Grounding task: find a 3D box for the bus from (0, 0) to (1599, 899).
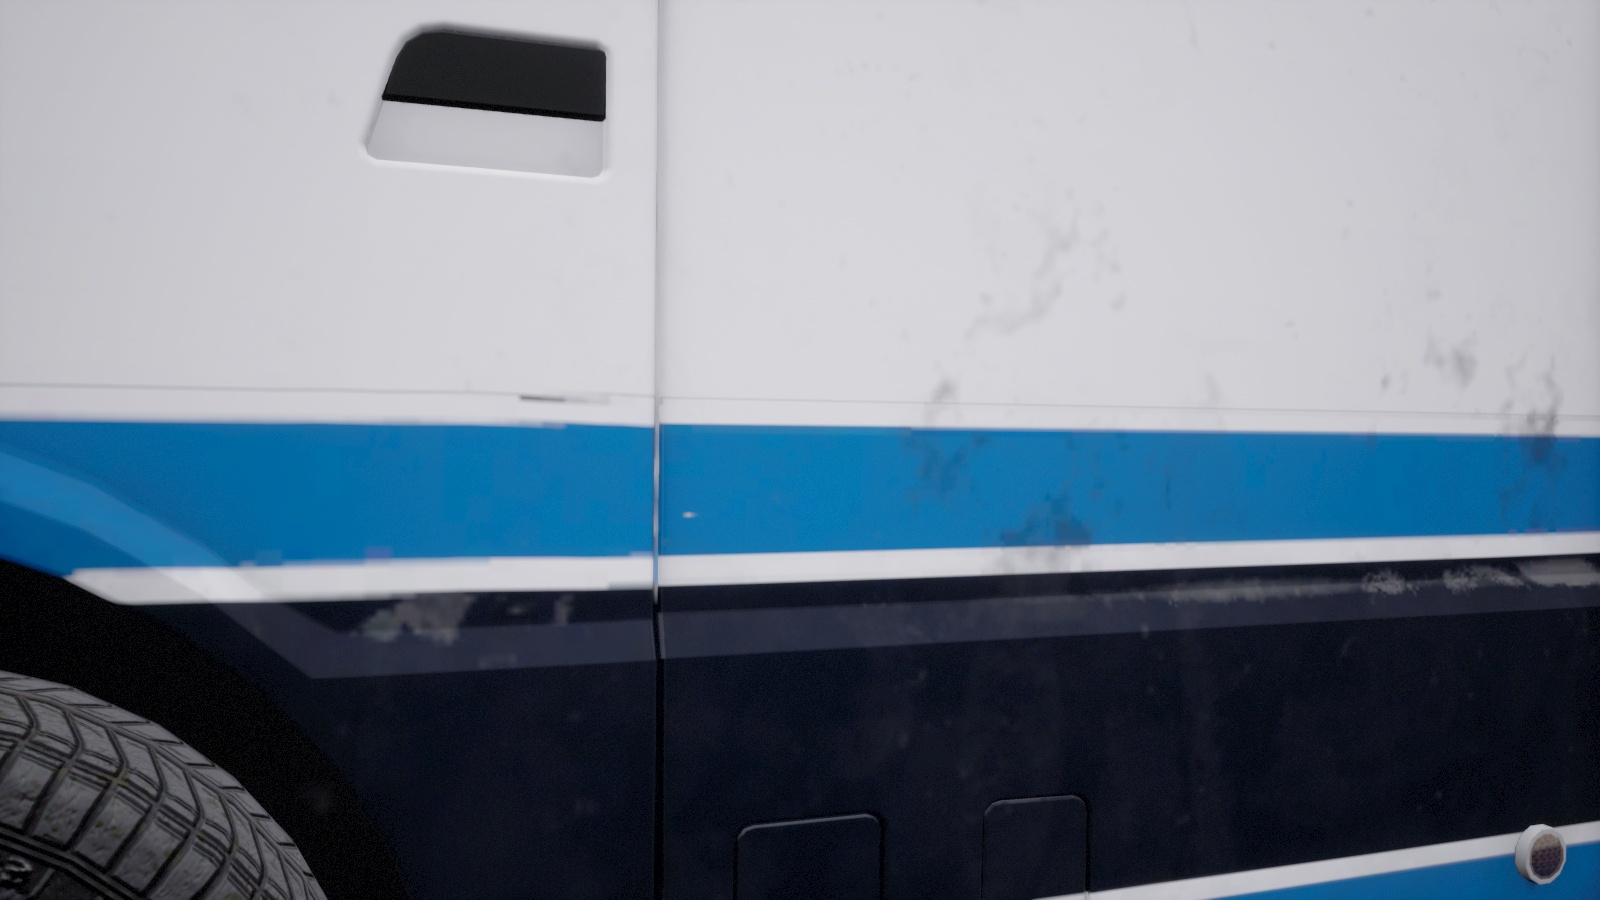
[{"bbox_3d":[1.219,-0.652,3.684,10.273,4.253,3.944,-1,1,-21],"label":"bus"}]
